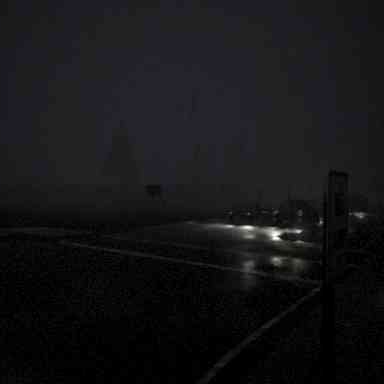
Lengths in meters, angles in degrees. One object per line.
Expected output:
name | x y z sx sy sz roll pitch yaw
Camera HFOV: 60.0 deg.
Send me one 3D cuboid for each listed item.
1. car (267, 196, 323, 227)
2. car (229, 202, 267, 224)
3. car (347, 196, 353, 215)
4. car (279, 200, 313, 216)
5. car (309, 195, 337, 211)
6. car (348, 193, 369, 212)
car | 7.259 1.332 22.904 2.097 1.767 4.553 0 0 36
car | 4.528 1.497 25.089 1.812 1.442 4.674 0 0 36
car | 13.411 1.458 31.337 1.882 1.535 5.008 0 0 36
car | 10.370 1.535 33.108 1.994 1.385 4.181 0 0 36
car | 16.328 1.323 41.262 2.097 1.767 4.553 0 0 36
car | 19.598 1.203 39.806 2.150 2.045 5.566 0 0 36
